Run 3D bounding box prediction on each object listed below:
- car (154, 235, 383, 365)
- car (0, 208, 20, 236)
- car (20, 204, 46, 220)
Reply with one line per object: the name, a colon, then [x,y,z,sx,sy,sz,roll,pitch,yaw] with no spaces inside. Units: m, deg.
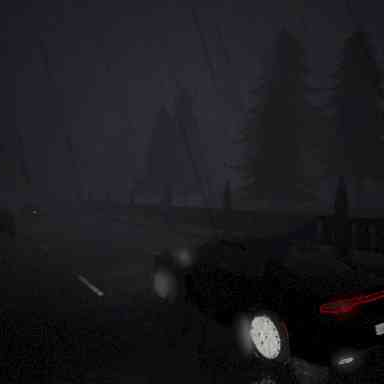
car: [1.006,1.544,6.180,1.882,1.535,5.008,1,-1,-32]
car: [-11.191,1.640,18.849,1.882,1.535,5.008,1,-1,-32]
car: [-15.439,1.849,32.063,1.994,1.385,4.181,1,-1,-32]
